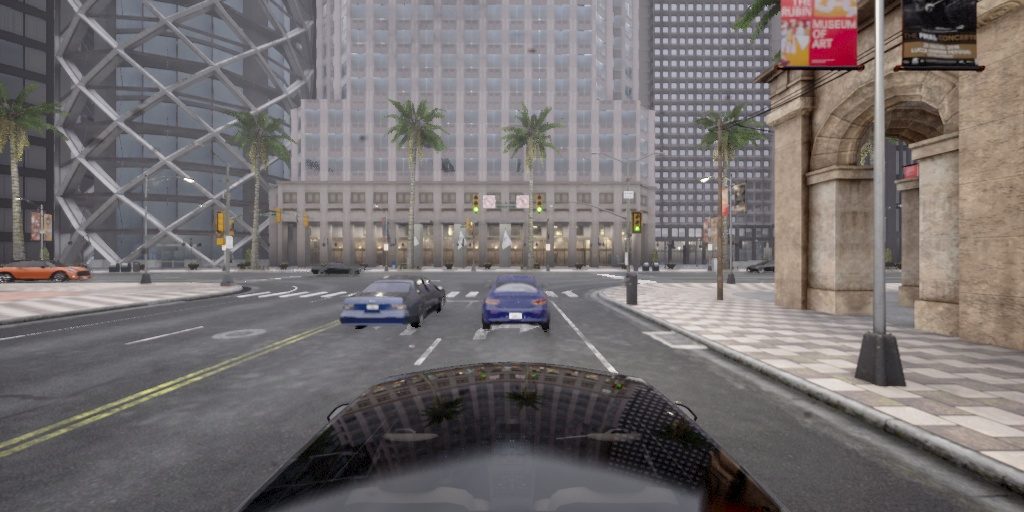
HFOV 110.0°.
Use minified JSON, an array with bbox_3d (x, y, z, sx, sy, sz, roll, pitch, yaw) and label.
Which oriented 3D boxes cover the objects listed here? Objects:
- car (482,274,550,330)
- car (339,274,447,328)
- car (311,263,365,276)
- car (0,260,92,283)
[{"bbox_3d":[0.138,1.283,11.006,1.812,1.442,4.674,0,0,1],"label":"car"},{"bbox_3d":[-3.421,1.305,11.327,2.033,1.411,5.357,0,0,0],"label":"car"},{"bbox_3d":[-17.575,1.378,36.528,4.718,1.301,1.895,0,0,-6],"label":"car"},{"bbox_3d":[-36.035,1.122,27.816,4.553,1.767,2.097,0,0,-17],"label":"car"}]
